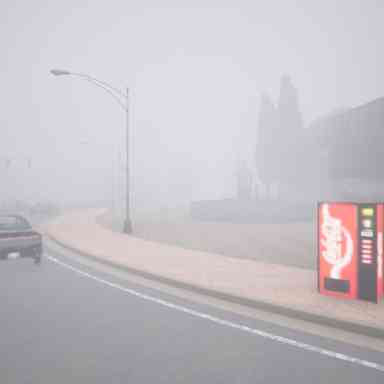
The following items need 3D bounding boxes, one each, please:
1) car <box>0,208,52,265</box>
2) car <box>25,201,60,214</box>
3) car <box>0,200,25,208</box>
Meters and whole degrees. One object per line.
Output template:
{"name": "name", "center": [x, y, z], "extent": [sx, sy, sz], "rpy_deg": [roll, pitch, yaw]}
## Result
{"name": "car", "center": [-6.317, 1.491, 10.893], "extent": [2.128, 1.511, 4.902], "rpy_deg": [0, 0, -38]}
{"name": "car", "center": [-14.573, 1.564, 33.088], "extent": [1.994, 1.385, 4.181], "rpy_deg": [0, 0, -9]}
{"name": "car", "center": [-18.463, 1.547, 34.299], "extent": [2.033, 1.411, 5.357], "rpy_deg": [0, 0, -7]}
